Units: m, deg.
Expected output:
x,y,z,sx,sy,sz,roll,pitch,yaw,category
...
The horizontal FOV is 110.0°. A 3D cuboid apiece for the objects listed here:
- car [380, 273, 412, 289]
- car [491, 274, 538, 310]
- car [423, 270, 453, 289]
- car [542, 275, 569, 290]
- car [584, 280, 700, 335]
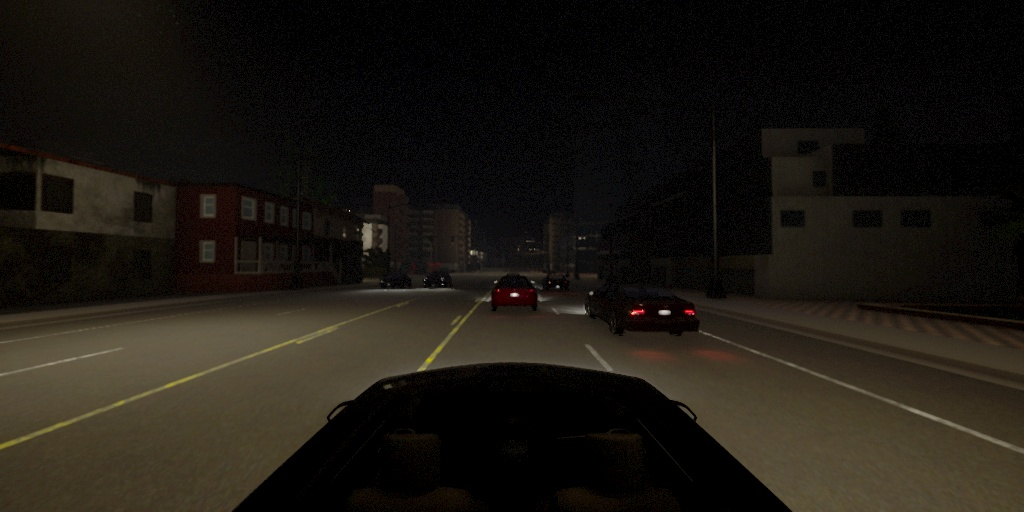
x,y,z,sx,sy,sz,roll,pitch,yaw,category
-10.586,2.290,33.142,1.812,1.442,4.674,0,-3,0,car
0.102,1.603,16.451,1.994,1.385,4.181,0,-2,0,car
-7.081,2.184,34.494,2.097,1.767,4.553,0,-3,0,car
3.604,2.229,30.464,1.895,1.301,4.718,0,-3,0,car
3.601,1.440,10.966,2.033,1.411,5.357,0,-1,0,car
